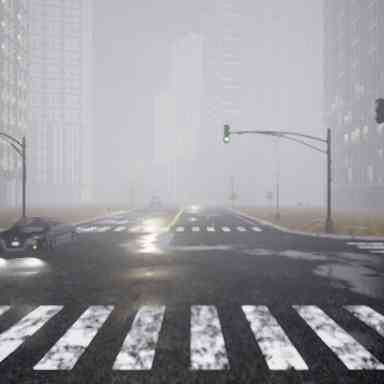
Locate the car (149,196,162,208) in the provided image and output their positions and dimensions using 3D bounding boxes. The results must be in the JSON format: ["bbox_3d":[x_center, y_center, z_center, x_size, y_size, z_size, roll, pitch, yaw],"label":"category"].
[{"bbox_3d":[-6.596,1.793,61.015,2.150,2.045,5.566,0,0,-2],"label":"car"}]

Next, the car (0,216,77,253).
[{"bbox_3d":[-6.486,1.715,14.210,1.994,1.385,4.181,0,0,0],"label":"car"}]
